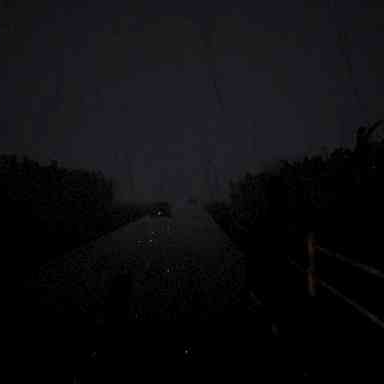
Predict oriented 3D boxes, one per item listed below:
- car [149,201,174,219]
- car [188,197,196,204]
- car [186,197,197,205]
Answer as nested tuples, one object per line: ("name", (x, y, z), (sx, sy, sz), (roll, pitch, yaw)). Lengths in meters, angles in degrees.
("car", (-2.775, 1.626, 31.011), (1.837, 1.490, 4.892), (0, -1, 0))
("car", (0.001, 1.800, 74.673), (1.837, 1.490, 4.892), (0, 0, 0))
("car", (0.001, 1.782, 64.277), (2.128, 1.511, 4.902), (0, 0, 0))
